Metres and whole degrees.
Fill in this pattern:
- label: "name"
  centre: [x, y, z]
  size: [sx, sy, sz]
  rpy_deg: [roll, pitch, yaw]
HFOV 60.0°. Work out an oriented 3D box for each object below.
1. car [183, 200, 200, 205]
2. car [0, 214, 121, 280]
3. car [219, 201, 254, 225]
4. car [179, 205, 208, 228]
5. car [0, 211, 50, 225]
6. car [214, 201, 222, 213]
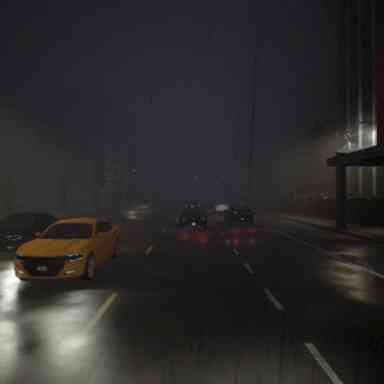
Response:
- label: "car"
  centre: [-0.050, 1.727, 41.865]
  size: [2.097, 1.767, 4.553]
  rpy_deg: [0, -1, -2]
- label: "car"
  centre: [-3.578, 1.572, 10.444]
  size: [1.882, 1.535, 5.008]
  rpy_deg: [0, 0, 0]
- label: "car"
  centre: [3.601, 1.726, 26.068]
  size: [2.128, 1.511, 4.902]
  rpy_deg: [0, -1, 0]
- label: "car"
  centre: [0.102, 1.816, 23.883]
  size: [1.895, 1.301, 4.718]
  rpy_deg: [0, 0, 0]
- label: "car"
  centre: [-7.059, 1.605, 14.123]
  size: [1.882, 1.535, 5.008]
  rpy_deg: [0, -1, 1]
- label: "car"
  centre: [3.793, 1.901, 41.838]
  size: [1.812, 1.442, 4.674]
  rpy_deg: [0, -1, 5]
